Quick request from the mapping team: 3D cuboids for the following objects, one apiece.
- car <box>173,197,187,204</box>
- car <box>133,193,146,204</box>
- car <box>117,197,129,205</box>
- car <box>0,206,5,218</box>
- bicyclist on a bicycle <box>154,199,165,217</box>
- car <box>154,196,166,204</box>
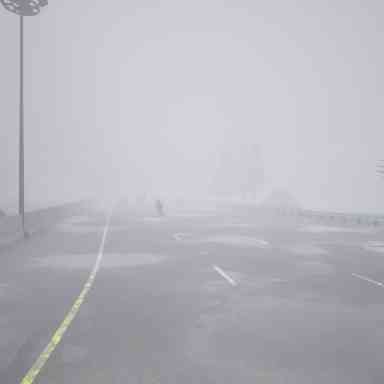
[{"bbox_3d":[-2.248,1.547,61.987,2.033,1.411,5.357,0,0,-12],"label":"car"},{"bbox_3d":[-10.326,1.221,65.863,2.150,2.045,5.566,0,0,-13],"label":"car"},{"bbox_3d":[-12.282,1.547,58.893,2.033,1.411,5.357,0,0,-15],"label":"car"},{"bbox_3d":[-15.187,1.525,24.363,1.812,1.442,4.674,0,0,-13],"label":"car"},{"bbox_3d":[-2.951,1.455,29.746,0.582,1.620,1.656,0,-2,-41],"label":"bicyclist on a bicycle"},{"bbox_3d":[-5.995,1.547,62.658,2.033,1.411,5.357,0,0,-12],"label":"car"}]
